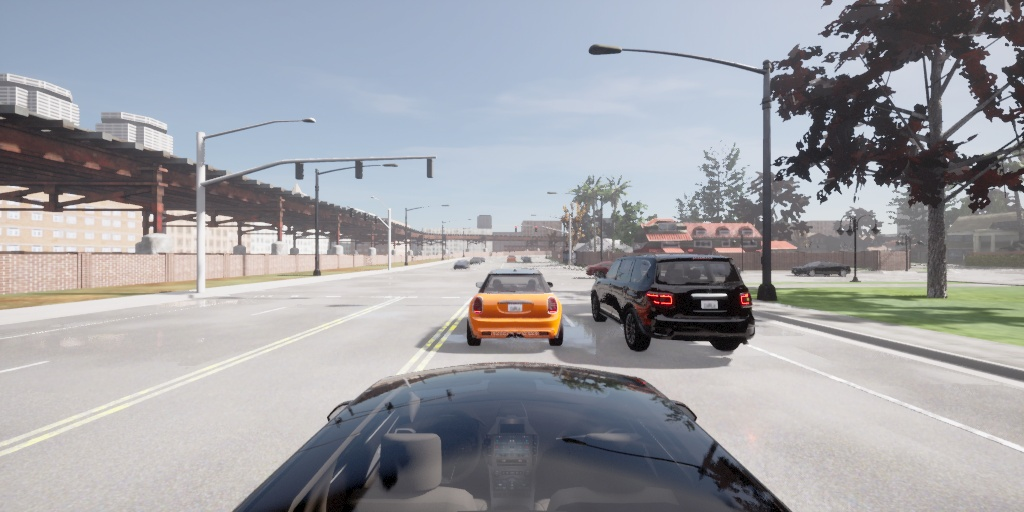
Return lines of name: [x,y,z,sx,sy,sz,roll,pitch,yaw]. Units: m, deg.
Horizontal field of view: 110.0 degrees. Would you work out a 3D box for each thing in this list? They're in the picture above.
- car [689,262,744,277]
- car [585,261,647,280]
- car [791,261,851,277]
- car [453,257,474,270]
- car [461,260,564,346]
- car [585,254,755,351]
car: [19.856,1.315,34.967,4.181,1.385,1.994,0,0,-2]
car: [8.961,1.216,31.329,5.008,1.535,1.882,0,1,10]
car: [30.300,1.228,35.244,5.008,1.535,1.882,0,0,-1]
car: [-7.154,1.224,51.266,2.033,1.411,5.357,0,0,0]
car: [0.071,1.102,9.603,2.097,1.767,4.553,0,0,0]
car: [3.572,0.971,9.146,2.150,2.045,5.566,0,0,0]
